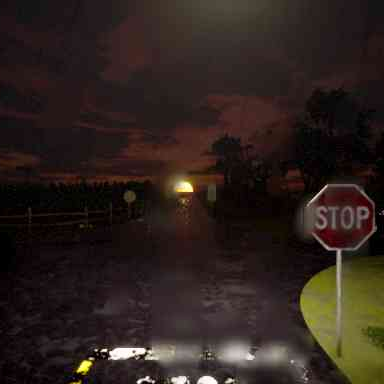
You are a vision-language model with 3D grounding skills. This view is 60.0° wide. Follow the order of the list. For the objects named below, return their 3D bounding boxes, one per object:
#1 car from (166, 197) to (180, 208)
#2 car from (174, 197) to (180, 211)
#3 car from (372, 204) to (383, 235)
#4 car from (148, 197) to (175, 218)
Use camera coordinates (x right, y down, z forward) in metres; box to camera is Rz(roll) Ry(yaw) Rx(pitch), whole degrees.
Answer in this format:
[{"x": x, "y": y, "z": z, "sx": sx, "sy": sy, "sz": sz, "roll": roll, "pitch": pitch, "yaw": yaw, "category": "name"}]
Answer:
[{"x": -2.840, "y": 1.505, "z": 51.036, "sx": 1.882, "sy": 1.535, "sz": 5.008, "roll": 0, "pitch": 0, "yaw": 0, "category": "car"}, {"x": -2.850, "y": 1.522, "z": 40.899, "sx": 1.837, "sy": 1.490, "sz": 4.892, "roll": 0, "pitch": 0, "yaw": 0, "category": "car"}, {"x": 10.051, "y": 1.297, "z": 16.591, "sx": 4.892, "sy": 1.490, "sz": 1.837, "roll": -1, "pitch": 0, "yaw": 5, "category": "car"}, {"x": -2.875, "y": 1.514, "z": 30.657, "sx": 1.837, "sy": 1.490, "sz": 4.892, "roll": 0, "pitch": 0, "yaw": 1, "category": "car"}]
